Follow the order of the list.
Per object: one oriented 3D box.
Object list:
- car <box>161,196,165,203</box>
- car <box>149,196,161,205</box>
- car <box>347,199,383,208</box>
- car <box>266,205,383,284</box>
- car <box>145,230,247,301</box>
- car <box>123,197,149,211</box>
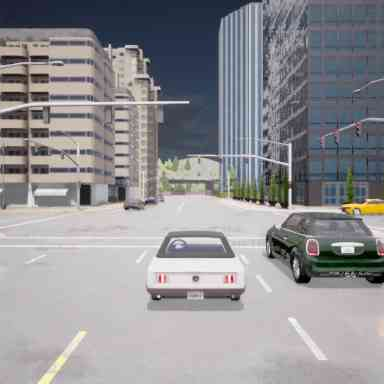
[{"bbox_3d":[-6.909,1.525,70.957,2.128,1.511,4.902,0,0,0],"label":"car"},{"bbox_3d":[-7.008,1.601,57.285,1.895,1.301,4.718,0,0,0],"label":"car"},{"bbox_3d":[16.858,1.422,31.656,5.008,1.535,1.882,0,0,1],"label":"car"},{"bbox_3d":[3.594,1.352,9.777,2.097,1.767,4.553,0,0,0],"label":"car"},{"bbox_3d":[0.086,1.601,8.287,1.895,1.301,4.718,0,0,0],"label":"car"},{"bbox_3d":[-7.045,1.547,40.870,2.033,1.411,5.357,0,0,0],"label":"car"}]
